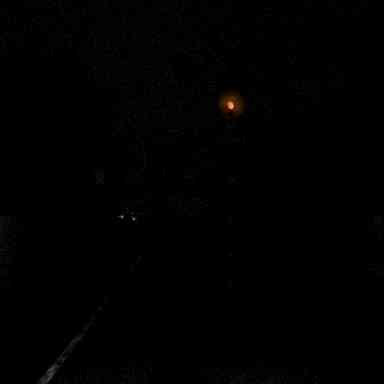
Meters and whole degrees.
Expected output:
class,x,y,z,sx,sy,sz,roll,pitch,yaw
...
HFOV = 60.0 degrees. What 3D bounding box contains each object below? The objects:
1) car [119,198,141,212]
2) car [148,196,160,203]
class,x,y,z,sx,sy,sz,roll,pitch,yaw
car,-7.045,1.511,38.210,1.837,1.490,4.892,0,0,0
car,-7.216,1.458,64.199,1.994,1.385,4.181,0,0,-1
